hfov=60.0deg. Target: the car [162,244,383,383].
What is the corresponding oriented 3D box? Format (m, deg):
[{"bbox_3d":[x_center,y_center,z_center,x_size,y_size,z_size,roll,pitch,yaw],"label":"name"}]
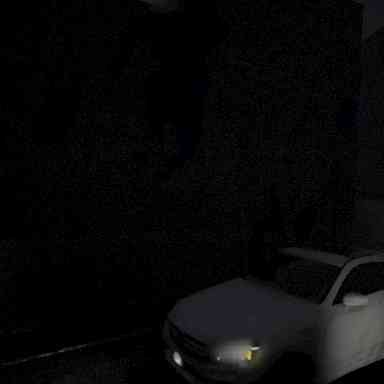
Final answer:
[{"bbox_3d":[1.861,1.549,4.799,4.674,1.442,1.812,0,-1,-30],"label":"car"}]
